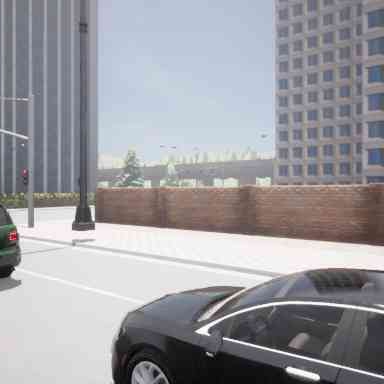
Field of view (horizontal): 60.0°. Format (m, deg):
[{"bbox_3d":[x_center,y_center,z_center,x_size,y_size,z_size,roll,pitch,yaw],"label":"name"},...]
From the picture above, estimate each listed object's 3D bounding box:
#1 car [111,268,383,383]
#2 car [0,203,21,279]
[{"bbox_3d":[1.328,1.505,3.046,4.892,1.490,1.837,0,0,36],"label":"car"},{"bbox_3d":[-6.748,1.221,8.791,5.566,2.045,2.150,0,0,35],"label":"car"}]
